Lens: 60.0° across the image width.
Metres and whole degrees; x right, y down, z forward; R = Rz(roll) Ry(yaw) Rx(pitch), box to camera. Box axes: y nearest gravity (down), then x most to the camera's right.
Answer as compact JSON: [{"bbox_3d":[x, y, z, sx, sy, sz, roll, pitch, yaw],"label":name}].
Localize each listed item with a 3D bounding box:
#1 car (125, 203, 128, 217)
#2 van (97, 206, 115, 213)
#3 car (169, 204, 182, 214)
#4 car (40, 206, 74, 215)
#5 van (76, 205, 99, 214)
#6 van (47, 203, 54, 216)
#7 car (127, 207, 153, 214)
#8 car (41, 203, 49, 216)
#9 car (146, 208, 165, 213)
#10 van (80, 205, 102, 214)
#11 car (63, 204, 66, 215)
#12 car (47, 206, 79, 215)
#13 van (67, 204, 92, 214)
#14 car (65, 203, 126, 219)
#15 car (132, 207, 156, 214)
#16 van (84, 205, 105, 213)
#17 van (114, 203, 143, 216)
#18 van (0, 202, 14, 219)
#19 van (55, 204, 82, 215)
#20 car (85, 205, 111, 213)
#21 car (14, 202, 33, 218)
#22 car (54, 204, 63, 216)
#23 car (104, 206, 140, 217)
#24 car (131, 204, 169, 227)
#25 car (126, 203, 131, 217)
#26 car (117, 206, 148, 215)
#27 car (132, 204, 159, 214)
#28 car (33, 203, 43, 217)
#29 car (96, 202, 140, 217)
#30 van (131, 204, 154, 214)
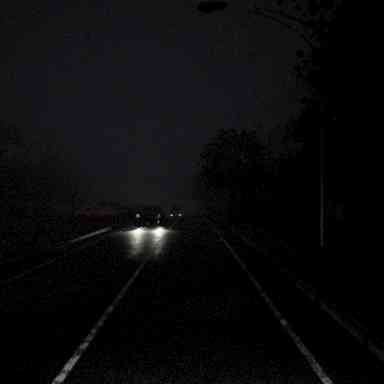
[{"bbox_3d":[-10.293,2.343,38.057,4.892,1.521,2.231,0,-2,0],"label":"car"},{"bbox_3d":[-23.391,4.851,90.730,4.442,1.987,1.878,0,-4,0],"label":"van"},{"bbox_3d":[-3.173,3.503,67.160,2.150,2.045,5.566,0,-3,0],"label":"car"},{"bbox_3d":[-23.328,3.238,57.671,5.008,1.535,2.097,0,-3,0],"label":"car"},{"bbox_3d":[-23.187,3.802,74.134,4.442,1.987,1.878,0,-3,0],"label":"van"},{"bbox_3d":[-23.464,2.622,49.380,4.442,1.987,1.878,0,-3,0],"label":"van"},{"bbox_3d":[-10.241,3.661,65.779,4.674,1.452,2.002,0,-3,0],"label":"car"},{"bbox_3d":[-23.346,2.718,46.602,4.892,1.521,2.231,0,-3,0],"label":"car"},{"bbox_3d":[-10.184,5.253,93.474,4.892,1.521,2.231,0,-4,0],"label":"car"},{"bbox_3d":[-23.415,3.985,77.032,4.442,1.987,1.878,0,-4,0],"label":"van"},{"bbox_3d":[-23.333,3.102,54.779,5.008,1.535,2.097,0,-3,0],"label":"car"},{"bbox_3d":[-23.322,3.369,60.438,4.892,1.521,2.231,0,-3,0],"label":"car"},{"bbox_3d":[-23.196,3.533,68.749,4.442,1.987,1.878,0,-3,0],"label":"van"},{"bbox_3d":[-10.107,2.232,35.290,5.366,1.575,1.946,0,-2,0],"label":"car"},{"bbox_3d":[-10.258,3.912,71.332,4.792,1.488,2.163,0,-3,0],"label":"car"},{"bbox_3d":[-23.411,4.152,79.672,4.442,1.987,1.878,0,-4,0],"label":"van"},{"bbox_3d":[-10.375,2.873,54.699,4.442,1.987,1.878,0,-3,0],"label":"van"},{"bbox_3d":[-23.485,2.120,38.192,4.442,1.987,1.878,0,-2,0],"label":"van"},{"bbox_3d":[-23.440,3.273,63.216,4.442,1.987,1.878,0,-3,0],"label":"van"},{"bbox_3d":[-23.261,4.301,82.438,5.566,2.045,2.435,0,-4,0],"label":"car"},{"bbox_3d":[-23.390,2.213,41.083,5.566,2.045,2.435,0,-2,0],"label":"car"},{"bbox_3d":[-23.311,2.852,52.142,4.553,1.767,2.185,0,-3,0],"label":"car"},{"bbox_3d":[-10.297,2.867,49.141,4.792,1.488,2.163,0,-3,0],"label":"car"},{"bbox_3d":[-3.315,1.858,27.016,2.097,1.767,4.553,0,-2,0],"label":"car"},{"bbox_3d":[-10.289,2.456,40.826,5.008,1.535,2.097,0,-3,0],"label":"car"},{"bbox_3d":[-10.259,3.229,57.462,5.008,1.535,2.097,0,-3,0],"label":"car"},{"bbox_3d":[-10.252,3.776,74.096,5.566,2.045,2.435,0,-4,0],"label":"car"},{"bbox_3d":[-23.172,2.586,43.837,5.366,1.575,1.946,0,-3,0],"label":"car"},{"bbox_3d":[-10.244,2.456,46.381,5.566,2.045,2.435,0,-3,0],"label":"car"},{"bbox_3d":[-10.117,3.526,68.564,4.442,1.987,1.878,0,-3,0],"label":"van"}]
